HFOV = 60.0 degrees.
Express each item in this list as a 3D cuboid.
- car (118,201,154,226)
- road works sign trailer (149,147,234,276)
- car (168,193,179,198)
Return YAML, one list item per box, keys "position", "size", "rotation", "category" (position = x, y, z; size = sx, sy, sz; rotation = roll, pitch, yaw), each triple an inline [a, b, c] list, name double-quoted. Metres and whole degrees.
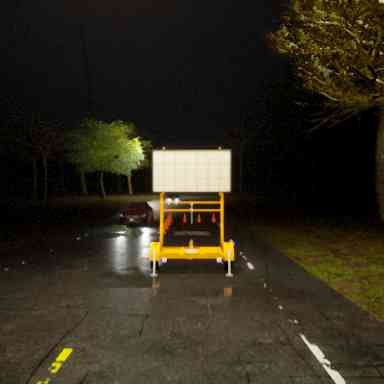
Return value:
- position: [-3.615, 1.376, 22.278]
  size: [1.812, 1.442, 4.674]
  rotation: [0, 1, 0]
  category: "car"
- position: [-0.006, 0.427, 10.175]
  size: [2.380, 3.560, 2.880]
  rotation: [0, 0, 0]
  category: "road works sign trailer"
- position: [-3.584, 0.485, 63.891]
  size: [1.895, 1.301, 4.718]
  rotation: [0, 2, 1]
  category: "car"
